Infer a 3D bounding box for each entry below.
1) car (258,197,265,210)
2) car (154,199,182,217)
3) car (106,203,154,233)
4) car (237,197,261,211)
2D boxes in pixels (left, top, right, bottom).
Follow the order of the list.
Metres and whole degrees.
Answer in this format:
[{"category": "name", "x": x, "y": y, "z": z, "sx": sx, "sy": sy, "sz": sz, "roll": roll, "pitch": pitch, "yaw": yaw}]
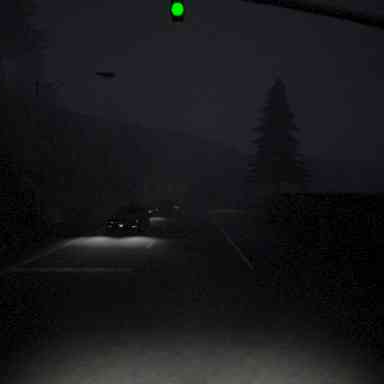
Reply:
[{"category": "car", "x": 9.892, "y": 1.492, "z": 35.267, "sx": 4.718, "sy": 1.301, "sz": 1.895, "roll": 0, "pitch": 0, "yaw": -8}, {"category": "car", "x": -2.529, "y": 1.410, "z": 30.711, "sx": 1.837, "sy": 1.490, "sz": 4.892, "roll": 0, "pitch": 0, "yaw": 24}, {"category": "car", "x": -3.547, "y": 1.446, "z": 19.181, "sx": 1.837, "sy": 1.490, "sz": 4.892, "roll": 0, "pitch": 0, "yaw": 1}, {"category": "car", "x": 7.614, "y": 1.360, "z": 38.226, "sx": 5.008, "sy": 1.535, "sz": 1.882, "roll": -1, "pitch": 0, "yaw": -12}]
